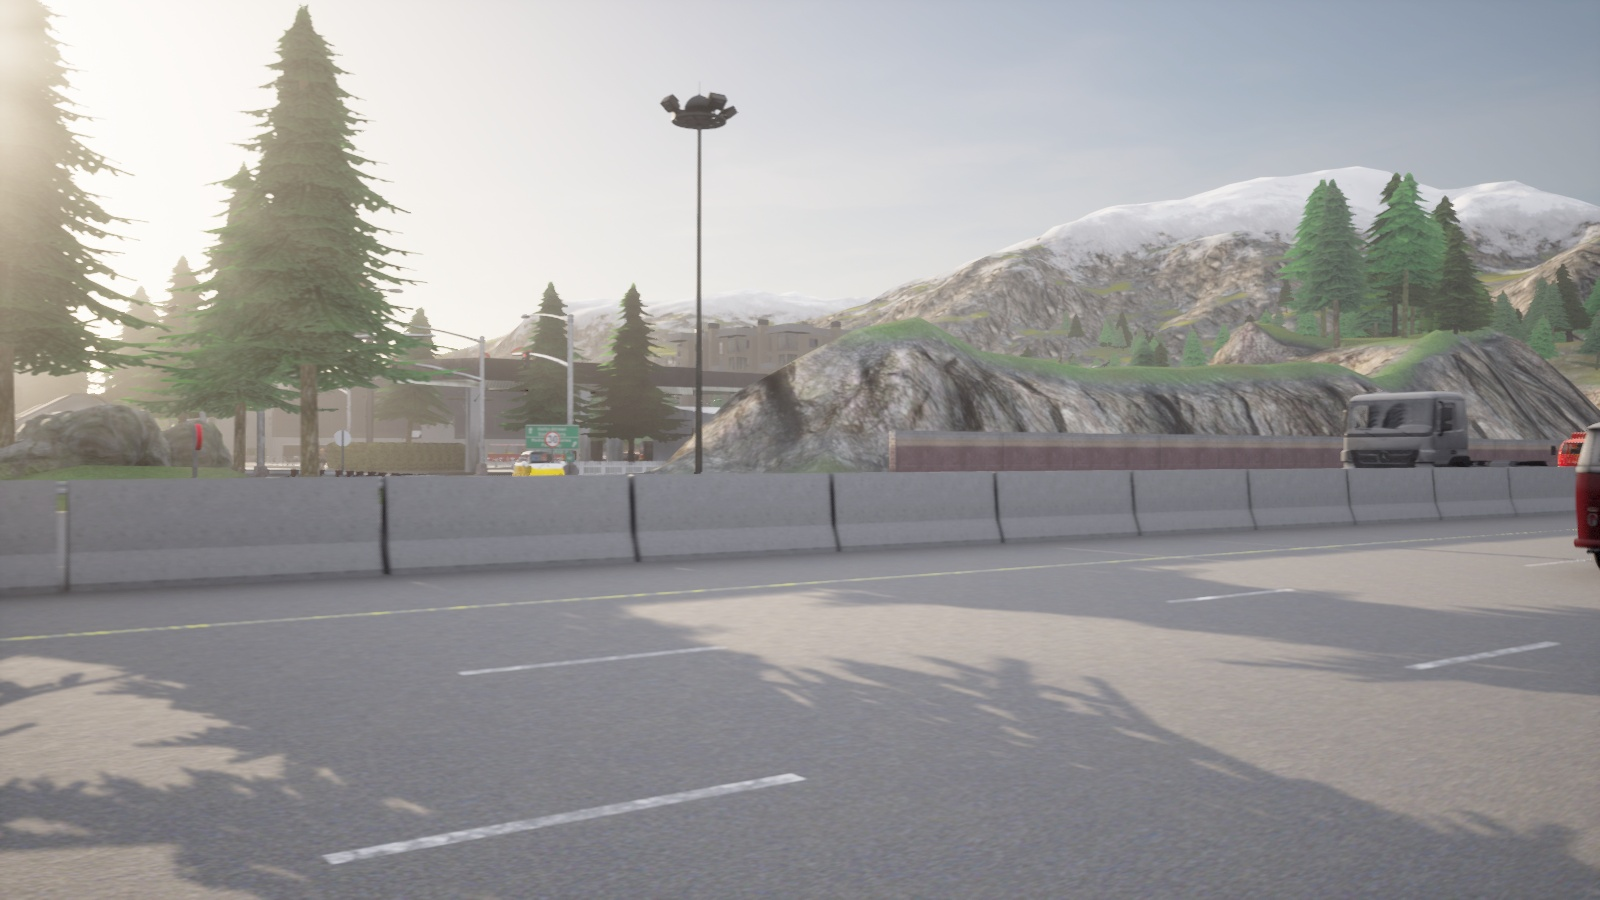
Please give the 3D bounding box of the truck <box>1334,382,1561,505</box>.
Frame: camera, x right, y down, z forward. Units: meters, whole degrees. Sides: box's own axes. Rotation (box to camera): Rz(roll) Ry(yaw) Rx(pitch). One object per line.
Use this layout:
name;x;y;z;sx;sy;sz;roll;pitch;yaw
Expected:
truck;20.223;-0.180;39.057;7.936;3.462;2.891;0;0;-35

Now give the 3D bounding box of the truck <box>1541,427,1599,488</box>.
truck;33.801;0.327;52.790;5.204;2.467;2.627;0;0;-35

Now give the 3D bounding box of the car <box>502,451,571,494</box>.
car;-8.825;0.735;41.995;1.481;1.376;2.207;0;0;-35

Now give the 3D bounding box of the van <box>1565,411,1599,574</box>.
van;11.863;0.515;16.179;4.442;1.987;1.775;0;0;-35
